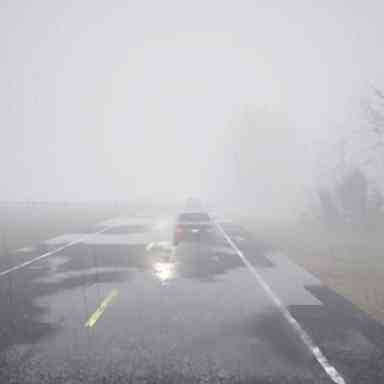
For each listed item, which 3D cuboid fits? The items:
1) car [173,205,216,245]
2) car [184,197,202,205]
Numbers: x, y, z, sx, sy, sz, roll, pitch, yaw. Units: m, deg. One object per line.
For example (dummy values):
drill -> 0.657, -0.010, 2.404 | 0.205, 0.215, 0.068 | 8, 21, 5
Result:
car -> 0.105, 1.566, 15.504 | 2.033, 1.411, 5.357 | 0, 0, 0
car -> 0.113, 1.400, 41.071 | 2.097, 1.767, 4.553 | 0, 0, 0
